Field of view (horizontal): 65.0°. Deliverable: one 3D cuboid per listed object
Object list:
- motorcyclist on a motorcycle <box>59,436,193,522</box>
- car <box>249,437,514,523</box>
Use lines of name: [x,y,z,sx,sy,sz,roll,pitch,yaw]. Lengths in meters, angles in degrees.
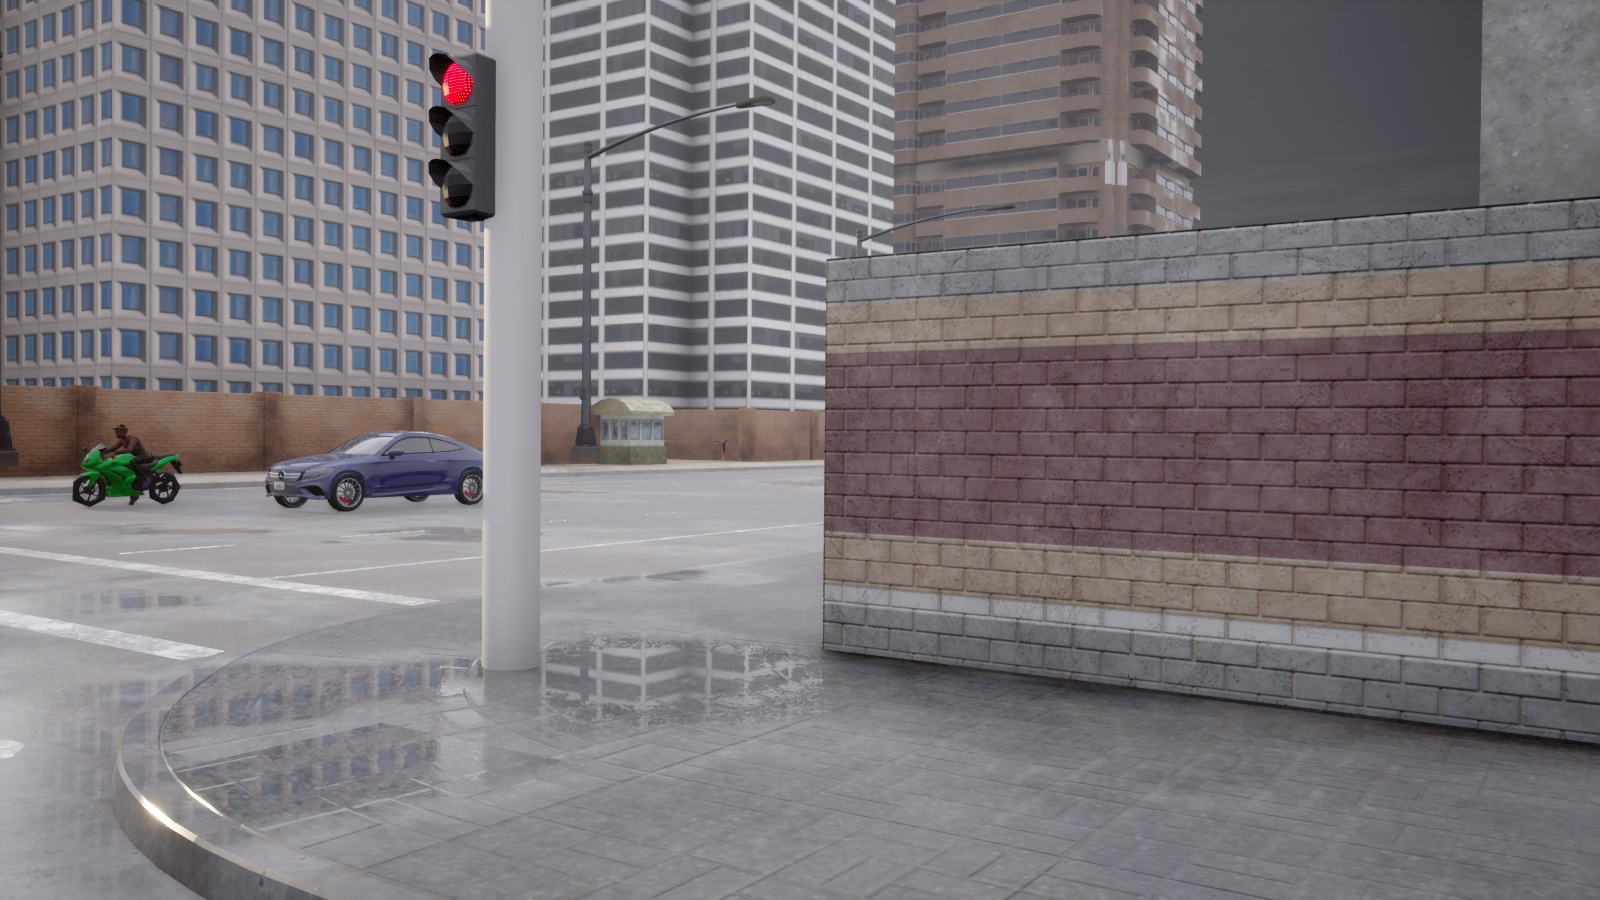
motorcyclist on a motorcycle: [-12.533,0.507,23.413,0.797,1.523,2.044,0,1,34]
car: [-7.867,0.500,24.070,1.812,1.442,4.674,0,1,34]
